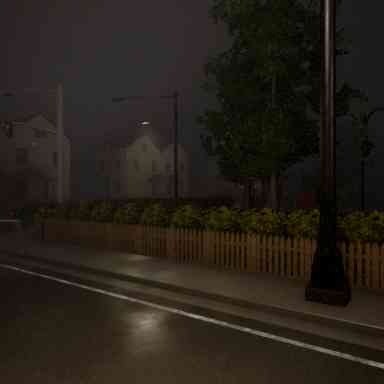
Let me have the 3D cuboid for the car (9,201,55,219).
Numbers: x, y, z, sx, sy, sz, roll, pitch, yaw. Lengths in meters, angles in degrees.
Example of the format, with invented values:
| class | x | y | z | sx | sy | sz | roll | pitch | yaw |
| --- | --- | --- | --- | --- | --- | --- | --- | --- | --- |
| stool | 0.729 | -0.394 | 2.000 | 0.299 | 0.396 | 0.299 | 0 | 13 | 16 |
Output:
| class | x | y | z | sx | sy | sz | roll | pitch | yaw |
| --- | --- | --- | --- | --- | --- | --- | --- | --- | --- |
| car | -13.607 | 1.525 | 29.386 | 1.812 | 1.442 | 4.674 | 0 | 0 | 35 |

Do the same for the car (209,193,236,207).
| class | x | y | z | sx | sy | sz | roll | pitch | yaw |
| --- | --- | --- | --- | --- | --- | --- | --- | --- | --- |
| car | 4.354 | 1.221 | 48.768 | 2.150 | 2.045 | 5.566 | 0 | 0 | 35 |
